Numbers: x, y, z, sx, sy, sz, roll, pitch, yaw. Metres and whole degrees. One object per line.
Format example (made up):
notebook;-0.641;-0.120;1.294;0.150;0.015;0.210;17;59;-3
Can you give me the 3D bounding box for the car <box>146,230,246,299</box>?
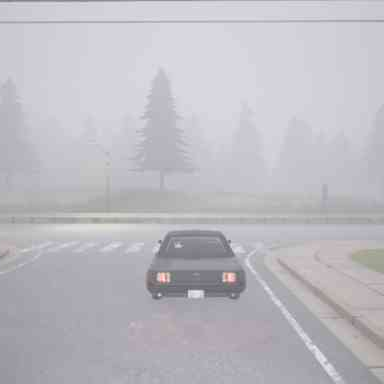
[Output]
car;0.070;1.599;8.368;1.895;1.301;4.718;0;0;0
